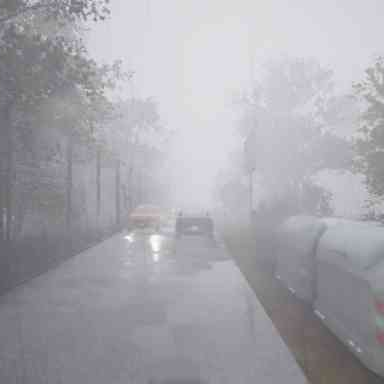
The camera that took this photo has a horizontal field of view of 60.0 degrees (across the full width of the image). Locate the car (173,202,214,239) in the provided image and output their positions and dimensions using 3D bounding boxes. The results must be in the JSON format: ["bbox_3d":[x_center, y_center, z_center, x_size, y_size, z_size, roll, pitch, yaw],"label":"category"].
[{"bbox_3d":[0.120,1.535,17.854,1.882,1.535,5.008,0,0,0],"label":"car"}]

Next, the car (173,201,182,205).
[{"bbox_3d":[-2.527,2.356,61.722,1.882,1.535,5.008,0,-2,1],"label":"car"}]

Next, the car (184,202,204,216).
[{"bbox_3d":[0.187,1.838,36.648,2.033,1.411,5.357,0,-1,0],"label":"car"}]

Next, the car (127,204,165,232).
[{"bbox_3d":[-2.820,1.563,21.103,1.882,1.535,5.008,0,0,0],"label":"car"}]
